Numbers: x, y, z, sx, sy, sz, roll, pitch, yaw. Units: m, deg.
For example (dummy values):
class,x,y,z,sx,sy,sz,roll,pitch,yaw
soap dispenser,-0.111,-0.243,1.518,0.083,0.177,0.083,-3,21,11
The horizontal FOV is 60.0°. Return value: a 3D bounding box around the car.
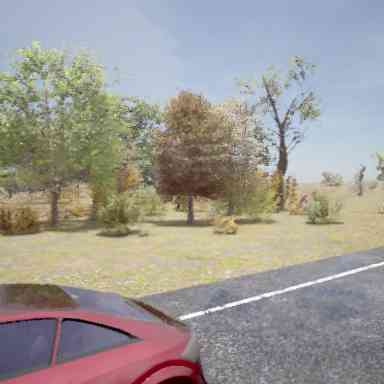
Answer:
class,x,y,z,sx,sy,sz,roll,pitch,yaw
car,-1.896,1.565,2.659,4.181,1.385,1.994,0,0,-36
